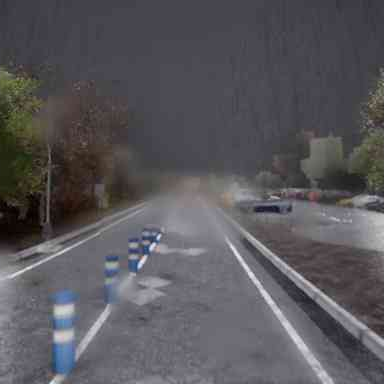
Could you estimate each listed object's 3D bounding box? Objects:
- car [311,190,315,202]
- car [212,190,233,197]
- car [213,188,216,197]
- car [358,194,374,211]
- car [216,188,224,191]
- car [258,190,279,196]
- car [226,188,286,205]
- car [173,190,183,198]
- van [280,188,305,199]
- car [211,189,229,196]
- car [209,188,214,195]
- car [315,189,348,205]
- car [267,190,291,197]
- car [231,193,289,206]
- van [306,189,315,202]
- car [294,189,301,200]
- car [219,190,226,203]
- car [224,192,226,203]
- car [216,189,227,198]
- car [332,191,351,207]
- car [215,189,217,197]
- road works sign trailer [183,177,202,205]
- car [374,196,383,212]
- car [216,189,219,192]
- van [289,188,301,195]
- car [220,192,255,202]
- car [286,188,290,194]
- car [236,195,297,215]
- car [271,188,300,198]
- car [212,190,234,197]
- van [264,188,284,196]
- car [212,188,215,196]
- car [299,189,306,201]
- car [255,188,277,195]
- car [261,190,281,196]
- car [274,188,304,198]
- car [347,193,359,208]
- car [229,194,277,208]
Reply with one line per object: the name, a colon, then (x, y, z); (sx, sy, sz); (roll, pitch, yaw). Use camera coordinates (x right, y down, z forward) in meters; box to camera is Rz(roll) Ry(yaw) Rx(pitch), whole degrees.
car: (20.019, 0.886, 47.265); (4.792, 1.488, 2.163); (0, 1, 0)
car: (7.263, 0.310, 80.718); (4.892, 1.521, 2.231); (0, 1, 1)
car: (7.115, 0.543, 66.840); (4.792, 1.488, 2.163); (0, 1, 1)
car: (19.894, 1.210, 33.421); (4.792, 1.488, 2.163); (0, 1, 1)
car: (7.100, 0.513, 58.513); (4.553, 1.767, 2.185); (0, 1, 1)
car: (20.417, 0.182, 88.802); (5.008, 1.535, 2.097); (0, 1, 1)
car: (6.897, 0.870, 36.313); (5.566, 2.045, 2.435); (0, 1, 1)
car: (-3.070, 0.287, 72.450); (2.097, 1.767, 4.553); (0, 1, 0)
van: (20.105, 0.283, 66.641); (4.442, 1.987, 1.878); (0, 1, 1)
car: (7.288, 0.102, 86.268); (4.553, 1.767, 2.185); (0, 1, 1)
car: (7.033, 0.388, 75.169); (5.366, 1.575, 1.946); (0, 1, 1)
car: (20.051, 0.670, 44.490); (5.566, 2.045, 2.435); (0, 1, 1)
car: (20.317, 0.346, 77.723); (5.008, 1.535, 2.097); (0, 1, 1)
car: (6.849, 1.186, 33.544); (5.008, 1.535, 2.097); (0, 1, 1)
van: (20.191, 0.565, 50.152); (4.442, 1.987, 1.878); (0, 1, 1)
car: (20.152, 0.711, 55.567); (4.792, 1.488, 2.163); (0, 1, 1)
car: (6.758, 0.923, 44.647); (5.366, 1.575, 1.946); (0, 1, 1)
car: (6.925, 0.992, 41.870); (4.892, 1.521, 2.231); (0, 1, 1)
car: (6.810, 0.793, 50.318); (5.366, 1.575, 1.946); (0, 1, 1)
car: (19.787, 1.048, 38.960); (5.366, 1.575, 1.946); (0, 1, 1)
car: (7.123, 0.625, 61.288); (4.792, 1.488, 2.163); (0, 1, 1)
road works sign trailer: (0.124, -0.145, 44.165); (2.380, 3.560, 2.880); (1, 1, 3)
car: (19.931, 1.117, 30.772); (4.553, 1.767, 2.185); (0, 1, 1)
car: (7.038, 0.687, 55.736); (4.892, 1.521, 2.231); (0, 1, 1)
van: (20.039, 0.409, 58.316); (4.442, 1.987, 1.878); (0, 1, 0)
car: (7.204, 0.736, 52.967); (5.366, 1.575, 1.946); (0, 1, 1)
car: (20.178, 0.591, 61.104); (5.008, 1.535, 2.097); (0, 1, 1)
car: (6.790, 1.281, 30.770); (4.792, 1.488, 2.163); (0, 1, 1)
car: (20.244, 0.176, 72.178); (5.566, 2.045, 2.435); (0, 1, 1)
car: (7.250, 0.351, 77.942); (4.892, 1.521, 2.231); (0, 1, 1)
van: (20.490, 0.036, 83.383); (4.442, 1.987, 1.878); (0, 1, 1)
car: (7.140, 0.502, 69.616); (4.792, 1.488, 2.163); (0, 1, 1)
car: (20.128, 0.761, 52.928); (4.792, 1.488, 2.163); (0, 1, 1)
car: (20.420, -0.111, 91.693); (5.566, 2.045, 2.435); (0, 1, 1)
car: (20.395, 0.263, 86.032); (4.674, 1.452, 2.002); (0, 1, 1)
car: (20.219, 0.217, 69.409); (5.566, 2.045, 2.435); (0, 1, 1)
car: (19.945, 1.156, 36.190); (4.674, 1.452, 2.002); (0, 1, 1)
car: (7.079, 1.053, 39.093); (5.366, 1.575, 1.946); (0, 1, 1)
